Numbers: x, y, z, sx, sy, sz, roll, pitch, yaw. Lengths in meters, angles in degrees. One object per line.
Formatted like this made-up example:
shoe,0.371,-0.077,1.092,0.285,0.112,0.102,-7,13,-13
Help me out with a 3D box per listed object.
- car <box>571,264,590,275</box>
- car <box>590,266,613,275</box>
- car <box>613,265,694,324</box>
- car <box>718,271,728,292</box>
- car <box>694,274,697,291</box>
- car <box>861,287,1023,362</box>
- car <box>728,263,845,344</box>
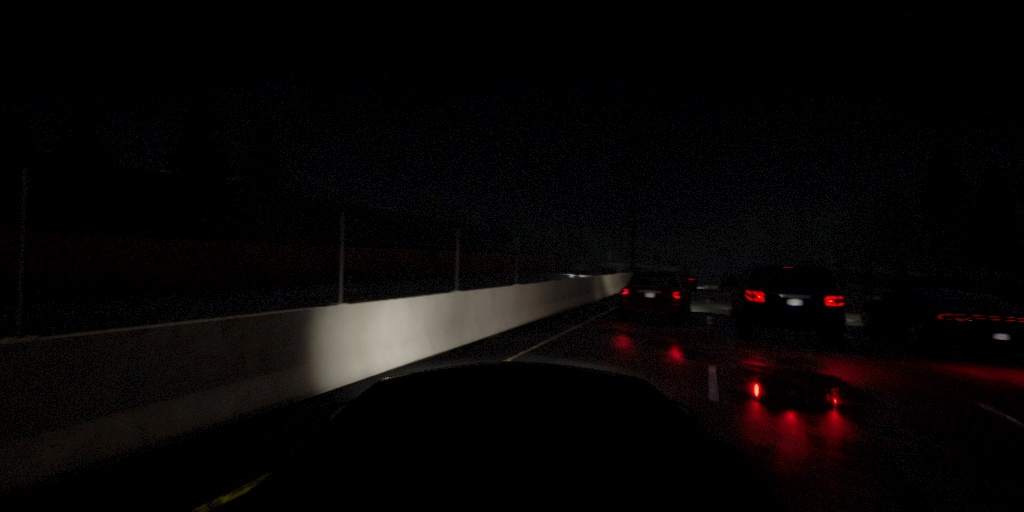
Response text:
car,10.088,1.894,51.902,1.812,1.442,4.674,1,-1,29
car,12.718,2.021,49.421,1.895,1.301,4.718,1,0,29
car,5.463,1.327,13.442,2.097,1.767,4.553,1,-1,29
car,16.519,1.836,26.604,1.882,1.535,5.008,1,0,29
car,12.981,1.835,27.424,1.994,1.385,4.181,1,0,29
car,11.346,1.581,9.618,1.882,1.535,5.008,1,-1,29
car,8.159,1.253,11.068,2.150,2.045,5.566,1,0,29
